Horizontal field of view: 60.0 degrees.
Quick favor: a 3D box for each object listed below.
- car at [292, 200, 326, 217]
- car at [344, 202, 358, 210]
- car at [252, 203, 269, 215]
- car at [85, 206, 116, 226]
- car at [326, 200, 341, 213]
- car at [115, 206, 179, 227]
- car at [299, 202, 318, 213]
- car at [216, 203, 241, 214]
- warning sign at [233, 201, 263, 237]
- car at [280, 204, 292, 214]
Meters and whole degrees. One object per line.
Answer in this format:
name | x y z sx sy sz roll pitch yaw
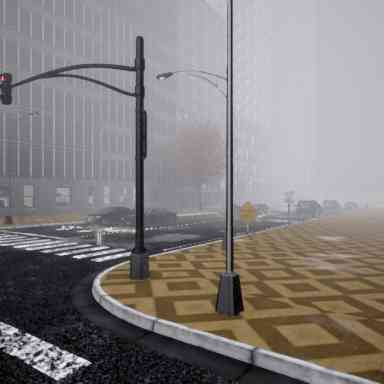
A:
car | 14.677 2.014 41.557 2.150 2.045 5.566 0 -1 33
car | 31.498 2.661 65.692 2.097 1.767 4.553 0 -1 33
car | 8.978 2.289 45.033 1.837 1.490 4.892 0 -1 33
car | -6.501 1.885 27.104 1.812 1.442 4.674 0 -1 33
car | 22.401 2.267 53.517 2.150 2.045 5.566 0 -1 33
car | -3.177 1.930 26.261 2.033 1.411 5.357 0 -1 33
car | 19.193 2.506 54.725 1.882 1.535 5.008 0 -1 33
car | 5.071 2.266 44.994 1.812 1.442 4.674 0 -1 33
warning sign | 3.122 1.454 18.564 1.300 1.860 1.060 1 1 33
car | 13.634 2.372 46.035 1.812 1.442 4.674 0 -1 33
